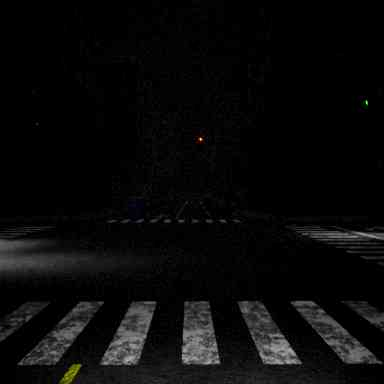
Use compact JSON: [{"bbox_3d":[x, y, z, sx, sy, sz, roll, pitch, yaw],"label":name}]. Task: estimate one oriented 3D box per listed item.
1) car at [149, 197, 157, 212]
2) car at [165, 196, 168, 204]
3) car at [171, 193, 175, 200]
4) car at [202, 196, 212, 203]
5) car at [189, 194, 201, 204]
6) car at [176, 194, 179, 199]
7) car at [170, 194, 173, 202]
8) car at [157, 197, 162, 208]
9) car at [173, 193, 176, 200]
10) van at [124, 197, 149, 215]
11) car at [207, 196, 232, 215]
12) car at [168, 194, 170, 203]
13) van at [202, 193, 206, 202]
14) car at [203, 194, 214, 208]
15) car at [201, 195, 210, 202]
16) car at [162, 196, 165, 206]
[{"bbox_3d":[-5.654,1.443,39.064,1.967,1.590,4.097,0,0,0],"label":"car"},{"bbox_3d":[-5.563,1.569,56.068,1.947,1.339,4.313,0,0,0],"label":"car"},{"bbox_3d":[-5.472,1.544,73.072,1.887,1.381,4.507,0,0,0],"label":"car"},{"bbox_3d":[3.024,1.552,67.367,2.008,1.369,4.403,0,0,0],"label":"car"},{"bbox_3d":[0.338,1.566,63.725,1.994,1.385,4.181,0,0,0],"label":"car"},{"bbox_3d":[-5.381,1.307,90.078,2.192,1.841,5.009,0,0,0],"label":"car"},{"bbox_3d":[-5.502,1.567,67.404,1.947,1.339,4.313,0,0,0],"label":"car"},{"bbox_3d":[-5.623,1.569,44.732,1.947,1.339,4.313,0,0,0],"label":"car"},{"bbox_3d":[-5.442,1.522,78.571,1.752,1.417,4.829,0,0,0],"label":"car"},{"bbox_3d":[-5.684,1.343,33.395,1.690,1.788,3.998,0,0,0],"label":"van"},{"bbox_3d":[2.842,1.442,33.352,1.967,1.590,4.097,0,0,0],"label":"car"},{"bbox_3d":[-5.533,1.527,61.566,1.752,1.417,4.829,0,0,0],"label":"car"},{"bbox_3d":[2.963,1.344,56.028,1.690,1.788,3.998,0,0,0],"label":"van"},{"bbox_3d":[2.902,1.443,44.690,1.967,1.590,4.097,0,0,0],"label":"car"},{"bbox_3d":[3.084,1.437,78.706,1.967,1.590,4.097,0,0,0],"label":"car"},{"bbox_3d":[-5.593,1.585,50.400,1.802,1.307,4.206,0,0,0],"label":"car"}]
